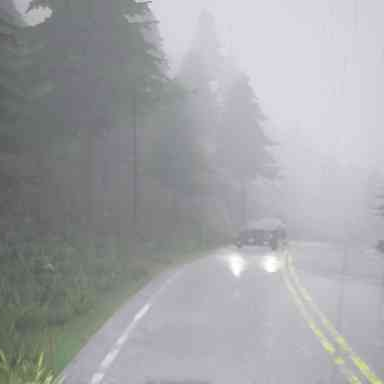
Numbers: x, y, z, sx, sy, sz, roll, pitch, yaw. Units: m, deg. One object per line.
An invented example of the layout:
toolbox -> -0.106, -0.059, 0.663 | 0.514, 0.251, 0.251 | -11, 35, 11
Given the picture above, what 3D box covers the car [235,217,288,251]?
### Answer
car -> 3.680, 2.060, 17.128 | 1.882, 1.535, 5.008 | -2, -5, 24
